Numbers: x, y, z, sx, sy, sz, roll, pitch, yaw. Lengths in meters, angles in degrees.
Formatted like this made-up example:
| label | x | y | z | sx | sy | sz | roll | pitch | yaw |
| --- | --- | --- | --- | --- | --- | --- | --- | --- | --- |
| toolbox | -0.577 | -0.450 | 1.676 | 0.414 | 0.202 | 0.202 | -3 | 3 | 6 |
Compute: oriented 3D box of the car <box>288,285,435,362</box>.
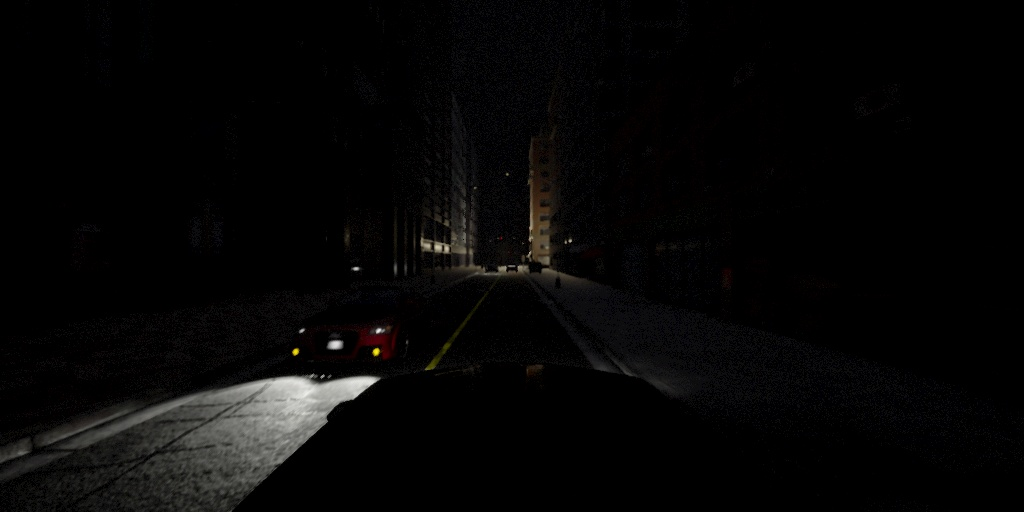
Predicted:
| label | x | y | z | sx | sy | sz | roll | pitch | yaw |
| --- | --- | --- | --- | --- | --- | --- | --- | --- | --- |
| car | -3.099 | 1.391 | 8.288 | 1.994 | 1.385 | 4.181 | 0 | -1 | 0 |

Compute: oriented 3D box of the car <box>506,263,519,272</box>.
| label | x | y | z | sx | sy | sz | roll | pitch | yaw |
| --- | --- | --- | --- | --- | --- | --- | --- | --- | --- |
| car | 0.033 | 1.890 | 60.508 | 2.128 | 1.511 | 4.902 | 0 | -1 | 1 |

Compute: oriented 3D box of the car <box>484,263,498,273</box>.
| label | x | y | z | sx | sy | sz | roll | pitch | yaw |
| --- | --- | --- | --- | --- | --- | --- | --- | --- | --- |
| car | -3.066 | 1.868 | 55.193 | 1.812 | 1.442 | 4.674 | 0 | -1 | 0 |

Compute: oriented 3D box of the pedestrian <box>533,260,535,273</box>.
| label | x | y | z | sx | sy | sz | roll | pitch | yaw |
| --- | --- | --- | --- | --- | --- | --- | --- | --- | --- |
| pedestrian | 3.136 | 1.432 | 50.296 | 0.375 | 1.860 | 0.375 | 0 | -1 | -10 |

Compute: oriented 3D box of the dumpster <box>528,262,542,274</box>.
| label | x | y | z | sx | sy | sz | roll | pitch | yaw |
| --- | --- | --- | --- | --- | --- | --- | --- | --- | --- |
| dumpster | 3.136 | 1.671 | 48.916 | 1.020 | 1.700 | 1.940 | 0 | 0 | 0 |
